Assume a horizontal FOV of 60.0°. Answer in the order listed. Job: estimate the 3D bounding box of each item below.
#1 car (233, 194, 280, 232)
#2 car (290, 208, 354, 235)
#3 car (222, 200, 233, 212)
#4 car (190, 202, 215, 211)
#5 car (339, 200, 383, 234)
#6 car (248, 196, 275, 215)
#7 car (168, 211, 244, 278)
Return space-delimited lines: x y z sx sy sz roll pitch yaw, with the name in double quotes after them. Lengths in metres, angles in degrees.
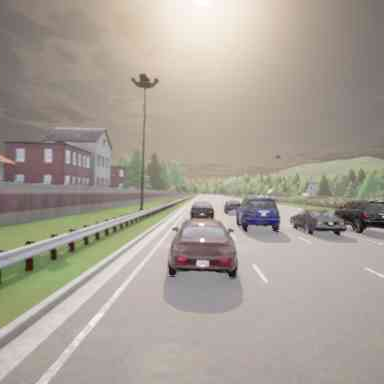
4.185 1.363 21.673 2.150 2.045 5.566 1 0 2 "car"
7.646 1.773 20.631 2.033 1.411 5.357 1 0 2 "car"
4.692 1.685 38.703 1.837 1.490 4.892 1 0 2 "car"
0.860 1.542 27.746 1.882 1.535 5.008 1 0 2 "car"
11.189 1.538 21.816 2.150 2.045 5.566 1 0 2 "car"
8.229 1.490 39.654 2.150 2.045 5.566 1 0 2 "car"
0.331 1.550 10.246 1.812 1.442 4.674 1 0 2 "car"
